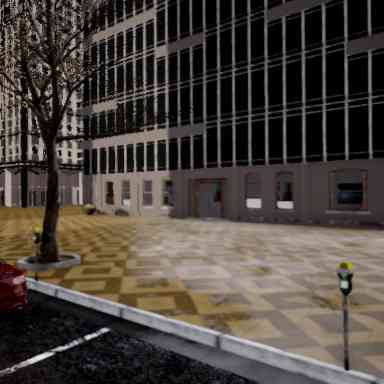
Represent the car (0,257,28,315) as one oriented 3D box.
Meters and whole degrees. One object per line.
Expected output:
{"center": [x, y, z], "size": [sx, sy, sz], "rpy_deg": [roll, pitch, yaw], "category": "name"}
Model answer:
{"center": [-4.711, 1.578, 6.240], "size": [4.206, 1.307, 1.802], "rpy_deg": [0, 0, 35], "category": "car"}
